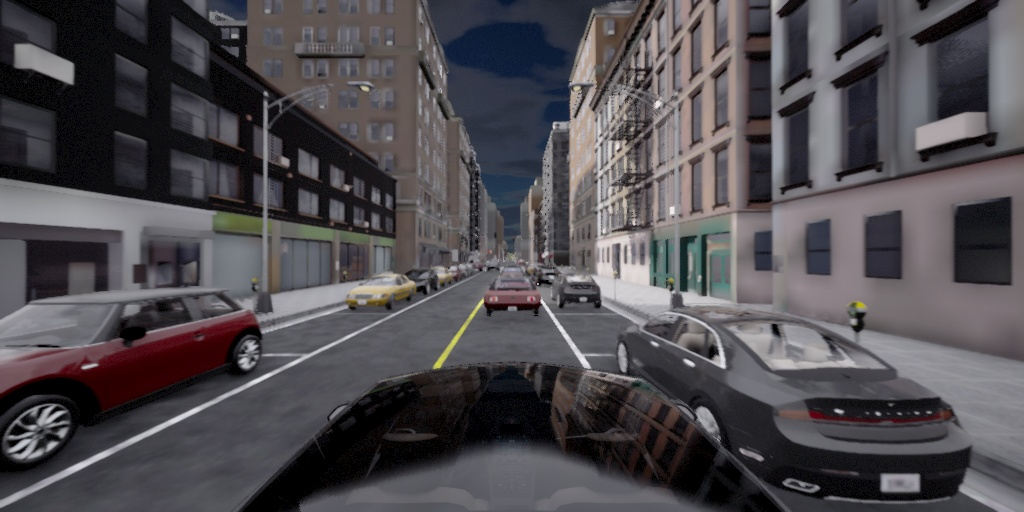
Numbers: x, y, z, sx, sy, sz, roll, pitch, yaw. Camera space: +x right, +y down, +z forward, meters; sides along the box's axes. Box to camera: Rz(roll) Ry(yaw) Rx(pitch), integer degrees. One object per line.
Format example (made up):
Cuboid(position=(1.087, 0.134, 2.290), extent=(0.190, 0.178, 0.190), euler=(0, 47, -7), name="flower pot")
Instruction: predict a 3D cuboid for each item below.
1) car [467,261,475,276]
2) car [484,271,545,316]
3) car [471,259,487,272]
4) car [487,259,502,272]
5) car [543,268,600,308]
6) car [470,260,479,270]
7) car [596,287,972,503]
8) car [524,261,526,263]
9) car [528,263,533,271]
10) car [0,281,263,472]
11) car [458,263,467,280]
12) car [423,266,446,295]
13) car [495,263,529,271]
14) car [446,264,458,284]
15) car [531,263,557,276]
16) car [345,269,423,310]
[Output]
Cuboid(position=(-5.382, 1.501, 37.102), extent=(2.007, 1.370, 4.403), euler=(0, 0, 0), name="car")
Cuboid(position=(0.042, 1.420, 13.729), extent=(1.895, 1.301, 4.718), euler=(0, 0, 1), name="car")
Cuboid(position=(-5.379, 1.349, 53.340), extent=(2.192, 1.841, 5.009), euler=(0, 0, 0), name="car")
Cuboid(position=(-2.783, 1.544, 54.049), extent=(1.837, 1.490, 4.892), euler=(0, -1, 1), name="car")
Cuboid(position=(2.640, 1.379, 15.440), extent=(2.007, 1.370, 4.403), euler=(0, 0, 0), name="car")
Cuboid(position=(-5.381, 1.529, 42.515), extent=(2.007, 1.370, 4.403), euler=(0, 0, 0), name="car")
Cuboid(position=(2.638, 1.317, 4.615), extent=(2.007, 1.370, 4.403), euler=(0, 0, 0), name="car")
Cuboid(position=(2.644, 1.504, 42.675), extent=(1.751, 1.417, 4.829), euler=(0, 0, 0), name="car")
Cuboid(position=(2.643, 1.487, 31.678), extent=(1.948, 1.339, 4.313), euler=(0, 0, 0), name="car")
Cuboid(position=(-5.387, 1.207, 4.626), extent=(1.967, 1.591, 4.097), euler=(0, 0, 0), name="car")
Cuboid(position=(-5.383, 1.504, 31.689), extent=(1.802, 1.307, 4.207), euler=(0, 0, 0), name="car")
Cuboid(position=(-5.384, 1.426, 20.863), extent=(1.948, 1.339, 4.313), euler=(0, 0, 0), name="car")
Cuboid(position=(0.026, 1.444, 27.178), extent=(2.033, 1.411, 5.357), euler=(0, 0, 0), name="car")
Cuboid(position=(-5.383, 1.416, 26.106), extent=(1.751, 1.417, 4.829), euler=(0, 0, 0), name="car")
Cuboid(position=(2.642, 1.457, 26.265), extent=(1.948, 1.339, 4.313), euler=(0, 0, 0), name="car")
Cuboid(position=(-5.385, 1.354, 15.281), extent=(1.751, 1.417, 4.829), euler=(0, 0, 0), name="car")
